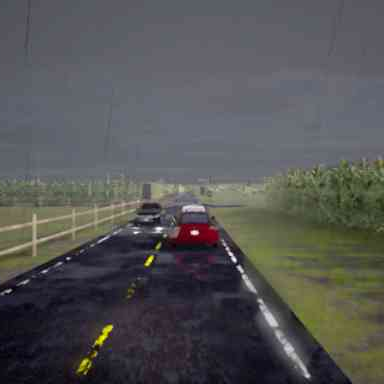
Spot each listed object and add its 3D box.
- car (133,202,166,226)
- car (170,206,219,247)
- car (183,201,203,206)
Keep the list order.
[{"bbox_3d":[-2.836,1.457,23.090,1.812,1.442,4.674,0,0,0],"label":"car"},{"bbox_3d":[0.106,1.523,14.751,1.994,1.385,4.181,0,0,0],"label":"car"},{"bbox_3d":[0.116,1.504,30.771,1.895,1.301,4.718,0,0,0],"label":"car"}]
